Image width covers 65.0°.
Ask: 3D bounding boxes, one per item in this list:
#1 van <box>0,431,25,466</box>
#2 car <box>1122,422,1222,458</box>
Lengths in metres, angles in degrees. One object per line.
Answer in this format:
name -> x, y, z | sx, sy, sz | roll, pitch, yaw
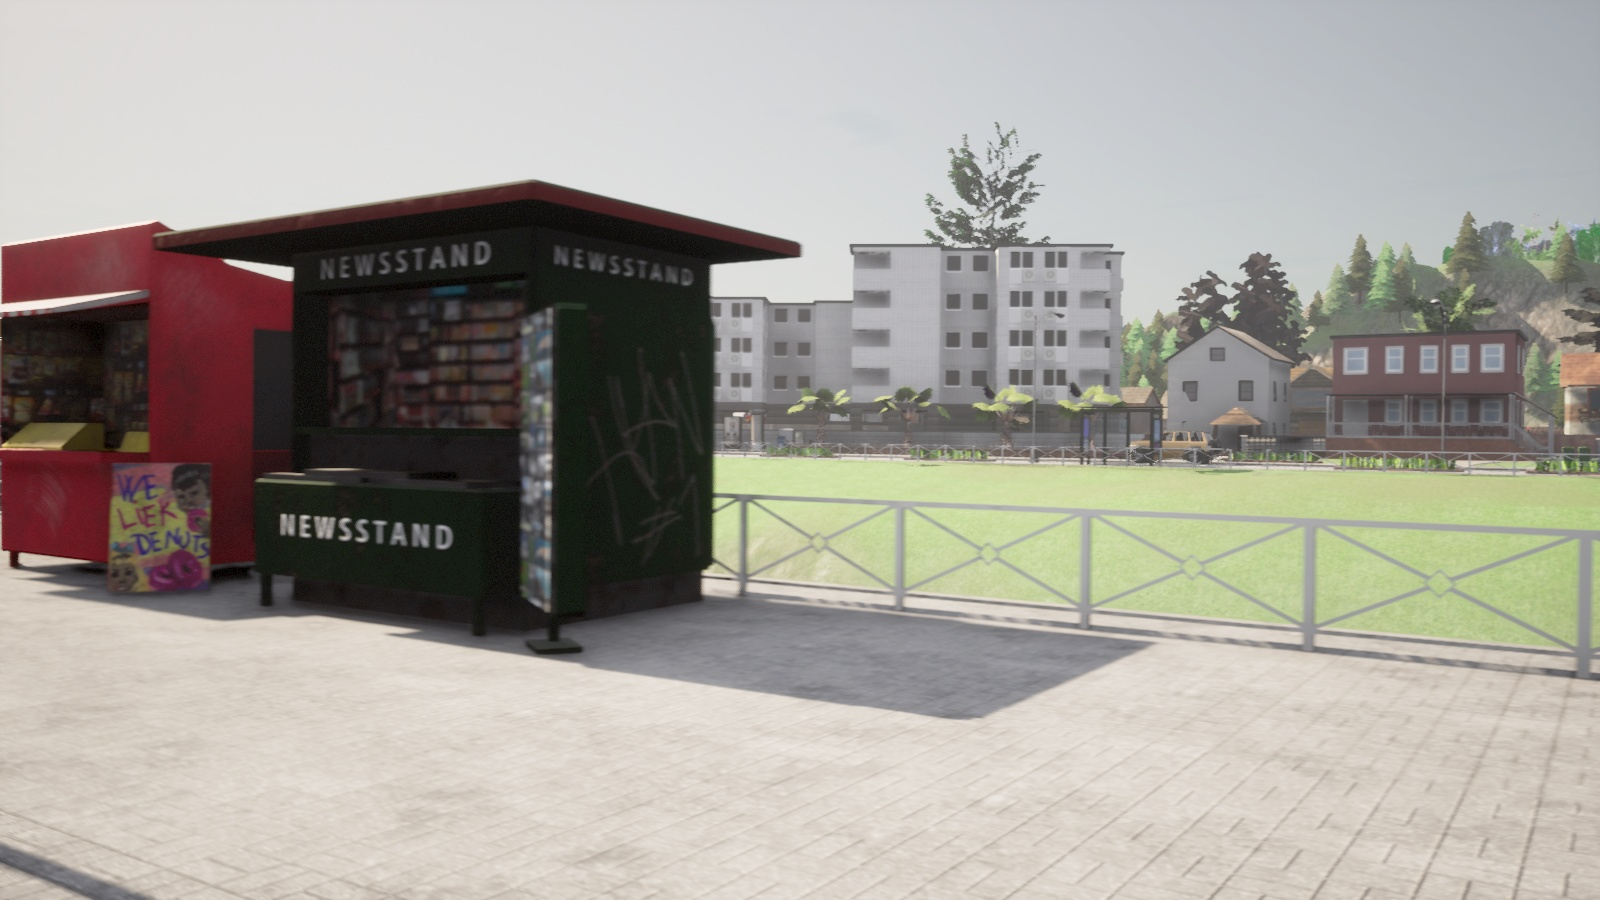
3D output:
van -> -47.169, -0.070, 71.888 | 1.775, 1.987, 4.442 | 0, 1, 34
car -> 19.359, -0.520, 65.431 | 4.605, 1.855, 1.932 | 0, 1, 34
